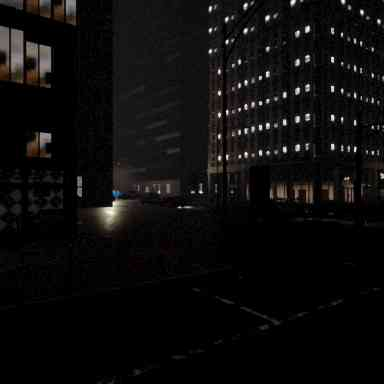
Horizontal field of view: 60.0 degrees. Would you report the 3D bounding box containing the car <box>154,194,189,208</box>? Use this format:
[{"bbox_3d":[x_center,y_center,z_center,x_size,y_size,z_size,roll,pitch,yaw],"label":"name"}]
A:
[{"bbox_3d":[-2.509,1.211,40.500,1.802,1.307,4.206,1,0,-33],"label":"car"}]

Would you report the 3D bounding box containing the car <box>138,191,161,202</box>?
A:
[{"bbox_3d":[-7.324,0.779,57.543,2.097,1.767,4.553,0,1,-35],"label":"car"}]

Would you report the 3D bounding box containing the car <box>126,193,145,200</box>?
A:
[{"bbox_3d":[-11.540,0.864,67.781,1.947,1.339,4.313,1,0,-36],"label":"car"}]

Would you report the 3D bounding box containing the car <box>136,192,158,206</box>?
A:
[{"bbox_3d":[-5.459,1.094,44.996,1.752,1.417,4.829,1,0,-33],"label":"car"}]

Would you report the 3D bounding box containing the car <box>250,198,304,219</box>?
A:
[{"bbox_3d":[6.389,1.399,26.546,1.802,1.307,4.206,1,0,-32],"label":"car"}]

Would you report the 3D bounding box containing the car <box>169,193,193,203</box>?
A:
[{"bbox_3d":[-1.892,0.926,54.336,1.967,1.590,4.097,1,0,-35],"label":"car"}]

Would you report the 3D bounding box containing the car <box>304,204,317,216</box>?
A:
[{"bbox_3d":[7.903,1.291,28.886,2.128,1.511,4.902,0,1,-32],"label":"car"}]

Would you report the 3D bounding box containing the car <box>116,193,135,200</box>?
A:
[{"bbox_3d":[-13.144,0.876,65.716,1.994,1.385,4.181,0,1,-36],"label":"car"}]

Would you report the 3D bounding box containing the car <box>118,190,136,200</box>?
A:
[{"bbox_3d":[-10.406,0.387,57.044,2.097,1.767,4.553,0,1,-35],"label":"car"}]

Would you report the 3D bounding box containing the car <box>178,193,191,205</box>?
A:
[{"bbox_3d":[-1.970,1.154,44.393,1.994,1.385,4.181,0,1,-33],"label":"car"}]

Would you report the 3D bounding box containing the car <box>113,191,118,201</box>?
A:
[{"bbox_3d":[-15.008,0.919,58.874,1.887,1.381,4.507,1,0,-35],"label":"car"}]

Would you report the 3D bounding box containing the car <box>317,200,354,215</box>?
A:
[{"bbox_3d":[13.007,1.377,31.239,1.802,1.307,4.206,1,0,-32],"label":"car"}]
